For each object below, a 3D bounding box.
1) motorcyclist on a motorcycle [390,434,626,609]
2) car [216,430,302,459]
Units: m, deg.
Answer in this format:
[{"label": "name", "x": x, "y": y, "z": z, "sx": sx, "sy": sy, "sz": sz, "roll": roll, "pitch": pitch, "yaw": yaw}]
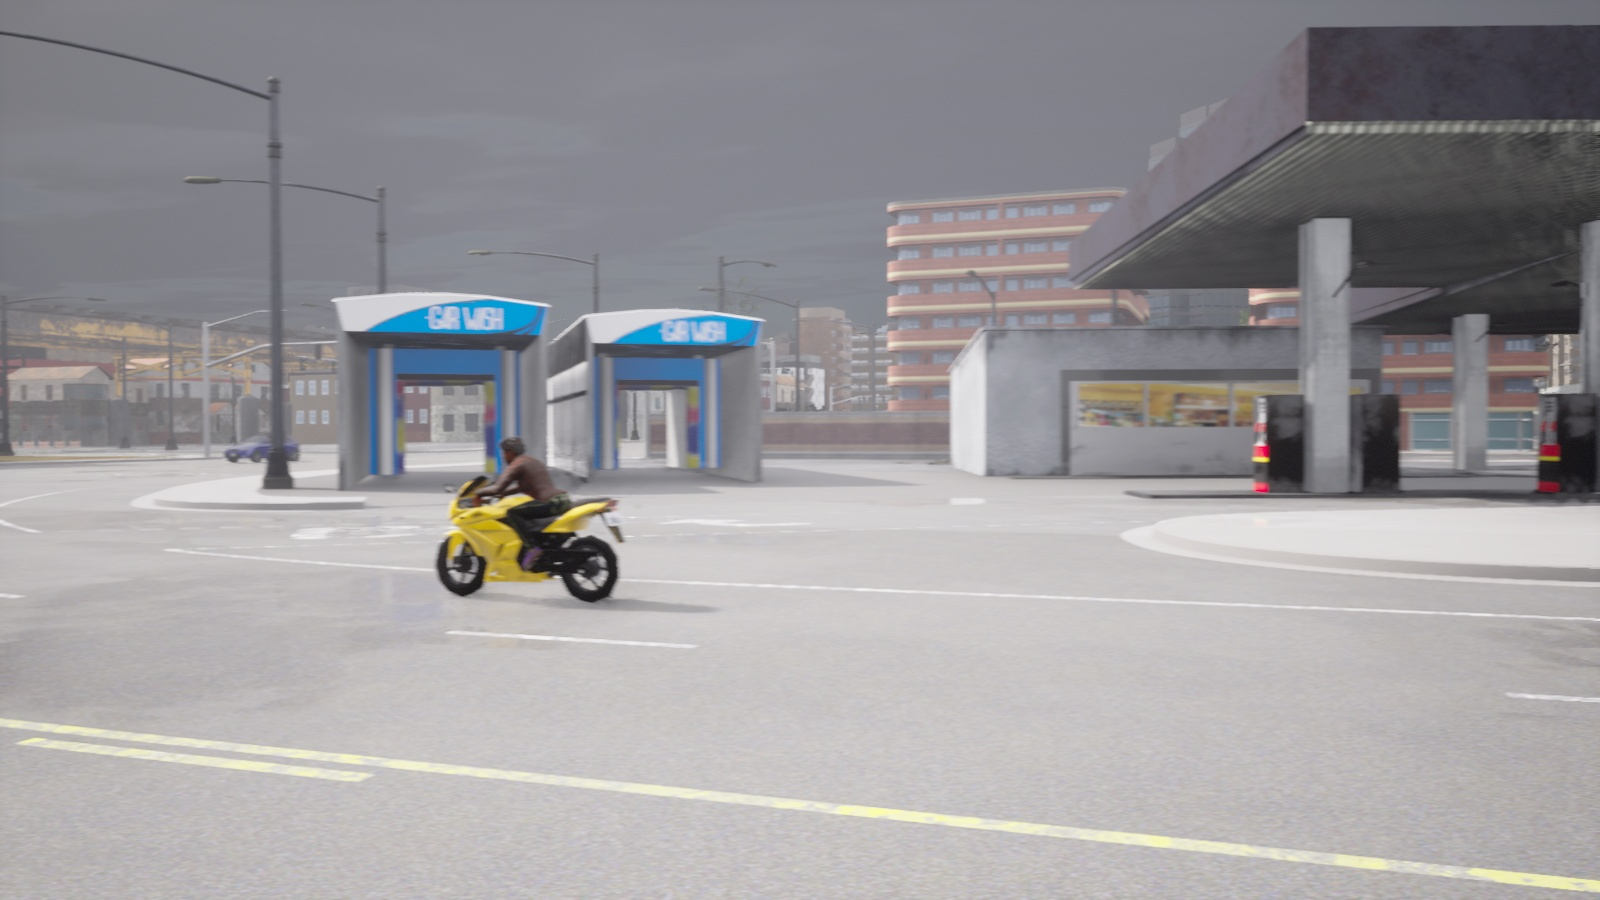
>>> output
[{"label": "motorcyclist on a motorcycle", "x": -2.718, "y": 0.617, "z": 11.693, "sx": 2.044, "sy": 1.523, "sz": 0.797, "roll": 1, "pitch": 1, "yaw": 21}, {"label": "car", "x": -28.409, "y": -0.295, "z": 66.064, "sx": 1.816, "sy": 1.474, "sz": 4.193, "roll": 1, "pitch": 1, "yaw": 20}]
